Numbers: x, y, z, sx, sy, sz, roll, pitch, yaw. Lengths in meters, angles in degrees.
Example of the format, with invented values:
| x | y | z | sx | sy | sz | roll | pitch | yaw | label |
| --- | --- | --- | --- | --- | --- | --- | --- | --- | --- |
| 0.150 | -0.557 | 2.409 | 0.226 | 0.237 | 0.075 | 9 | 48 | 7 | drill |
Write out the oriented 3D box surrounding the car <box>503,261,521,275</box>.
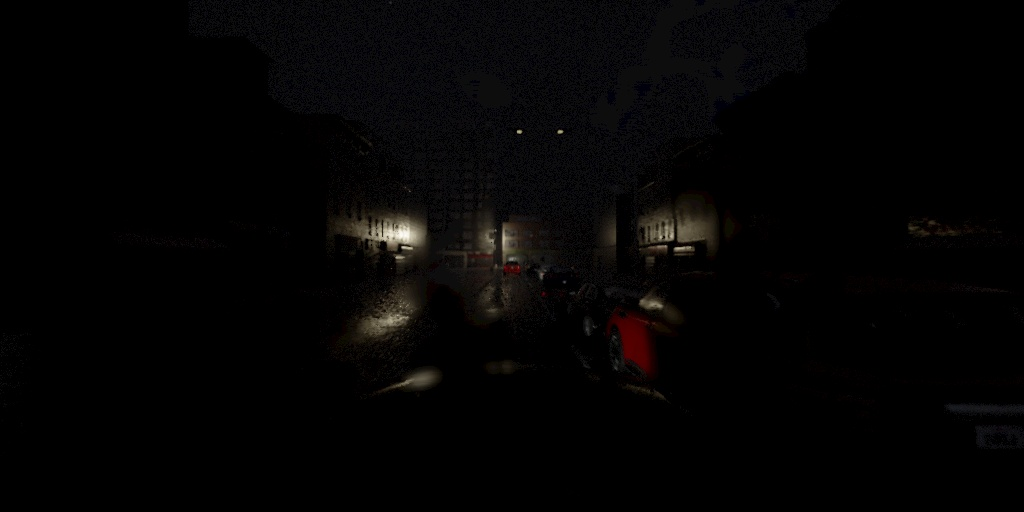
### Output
| x | y | z | sx | sy | sz | roll | pitch | yaw | label |
| --- | --- | --- | --- | --- | --- | --- | --- | --- | --- |
| 0.047 | 1.387 | 44.219 | 2.097 | 1.767 | 4.553 | 0 | 0 | 0 | car |

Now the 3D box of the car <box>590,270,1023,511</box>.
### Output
| x | y | z | sx | sy | sz | roll | pitch | yaw | label |
| --- | --- | --- | --- | --- | --- | --- | --- | --- | --- |
| 2.639 | 1.077 | 4.330 | 2.192 | 1.841 | 5.009 | 0 | 0 | 0 | car |

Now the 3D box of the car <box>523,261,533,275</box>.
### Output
| x | y | z | sx | sy | sz | roll | pitch | yaw | label |
| --- | --- | --- | --- | --- | --- | --- | --- | --- | --- |
| 2.640 | 1.587 | 42.640 | 1.948 | 1.339 | 4.313 | 0 | 0 | 0 | car |

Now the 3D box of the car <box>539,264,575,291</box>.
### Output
| x | y | z | sx | sy | sz | roll | pitch | yaw | label |
| --- | --- | --- | --- | --- | --- | --- | --- | --- | --- |
| 3.016 | 1.348 | 23.041 | 1.882 | 1.535 | 5.008 | 0 | 0 | 0 | car |

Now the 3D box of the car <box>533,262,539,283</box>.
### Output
| x | y | z | sx | sy | sz | roll | pitch | yaw | label |
| --- | --- | --- | --- | --- | --- | --- | --- | --- | --- |
| 3.025 | 1.446 | 30.041 | 1.812 | 1.442 | 4.674 | 0 | 0 | 0 | car |

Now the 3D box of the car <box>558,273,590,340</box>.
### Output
| x | y | z | sx | sy | sz | roll | pitch | yaw | label |
| --- | --- | --- | --- | --- | --- | --- | --- | --- | --- |
| 2.639 | 1.341 | 9.803 | 2.007 | 1.370 | 4.403 | 0 | 0 | 0 | car |
